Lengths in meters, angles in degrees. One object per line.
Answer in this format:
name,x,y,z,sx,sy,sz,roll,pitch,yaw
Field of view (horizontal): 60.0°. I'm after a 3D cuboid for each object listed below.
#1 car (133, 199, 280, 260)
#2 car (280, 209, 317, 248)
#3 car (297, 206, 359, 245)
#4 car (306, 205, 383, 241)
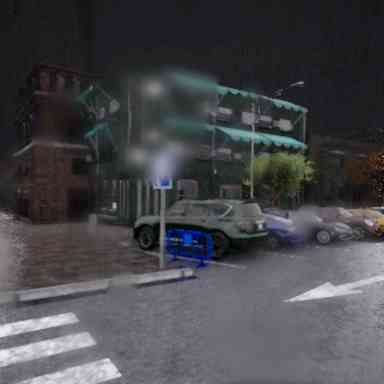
car,0.192,1.295,12.988,5.566,2.045,2.435,0,-1,36
car,2.680,1.622,14.615,4.674,1.452,2.002,-1,-1,36
car,5.138,1.619,16.260,4.892,1.521,2.231,0,-1,36
car,7.580,1.529,17.919,4.553,1.767,2.185,-1,-2,36
